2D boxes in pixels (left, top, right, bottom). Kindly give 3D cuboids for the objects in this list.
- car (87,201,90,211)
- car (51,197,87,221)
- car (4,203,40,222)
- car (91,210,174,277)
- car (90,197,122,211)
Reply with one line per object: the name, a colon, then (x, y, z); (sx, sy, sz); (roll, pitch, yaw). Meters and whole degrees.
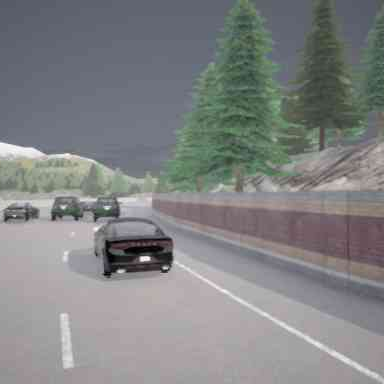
car: (-12.735, 1.842, 40.812); (2.033, 1.411, 5.357); (0, 0, -7)
car: (-10.977, 1.423, 29.598); (2.150, 2.045, 5.566); (0, -1, -12)
car: (-14.237, 1.664, 28.052); (2.128, 1.511, 4.902); (0, -1, -12)
car: (-2.060, 1.563, 10.779); (1.882, 1.535, 5.008); (0, 0, -20)
car: (-7.330, 1.441, 29.034); (2.150, 2.045, 5.566); (0, 0, -12)
